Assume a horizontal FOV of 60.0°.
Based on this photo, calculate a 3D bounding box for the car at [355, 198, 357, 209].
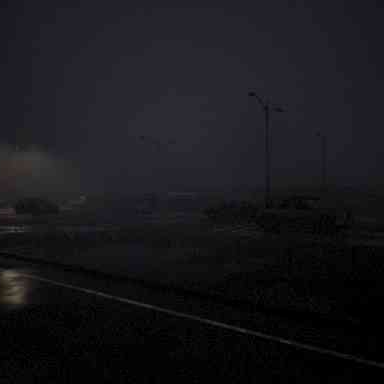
[{"bbox_3d":[7.219,1.156,19.416,3.866,1.878,1.905,0,0,34],"label":"car"}]

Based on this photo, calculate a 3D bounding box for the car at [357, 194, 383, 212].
[{"bbox_3d":[18.232,1.156,35.658,3.866,1.878,1.905,0,0,34],"label":"car"}]

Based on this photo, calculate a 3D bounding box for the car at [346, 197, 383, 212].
[{"bbox_3d":[19.870,1.395,38.046,3.806,1.475,1.970,0,0,34],"label":"car"}]

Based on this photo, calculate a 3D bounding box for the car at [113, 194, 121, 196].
[{"bbox_3d":[-11.837,1.153,49.388,4.605,1.855,1.932,0,0,34],"label":"car"}]

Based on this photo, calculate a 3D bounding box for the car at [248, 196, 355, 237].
[{"bbox_3d":[5.546,1.153,17.054,4.605,1.855,1.932,0,0,34],"label":"car"}]

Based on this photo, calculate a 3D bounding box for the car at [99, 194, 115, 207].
[{"bbox_3d":[-13.305,1.364,47.141,3.905,1.438,1.784,0,0,34],"label":"car"}]

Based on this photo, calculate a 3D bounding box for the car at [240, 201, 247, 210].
[{"bbox_3d":[5.420,1.364,47.859,3.905,1.438,1.784,0,0,34],"label":"car"}]

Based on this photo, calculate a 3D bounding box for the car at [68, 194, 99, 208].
[{"bbox_3d":[-14.935,1.395,44.748,3.806,1.475,1.970,0,0,34],"label":"car"}]

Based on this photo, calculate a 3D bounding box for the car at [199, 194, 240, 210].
[{"bbox_3d":[3.737,1.153,45.501,4.605,1.855,1.932,0,0,34],"label":"car"}]

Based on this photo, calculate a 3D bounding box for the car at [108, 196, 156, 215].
[{"bbox_3d":[-5.697,1.395,31.482,3.806,1.475,1.970,0,0,34],"label":"car"}]
